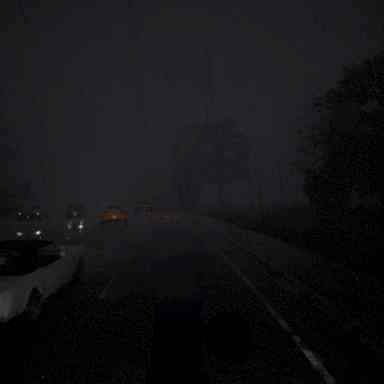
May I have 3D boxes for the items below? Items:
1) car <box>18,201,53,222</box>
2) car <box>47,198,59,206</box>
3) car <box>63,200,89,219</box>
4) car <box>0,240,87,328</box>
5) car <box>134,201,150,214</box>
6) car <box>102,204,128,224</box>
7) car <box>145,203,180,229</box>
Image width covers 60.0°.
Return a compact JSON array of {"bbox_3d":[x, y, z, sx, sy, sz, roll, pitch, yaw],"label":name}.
[{"bbox_3d":[-14.211,1.809,30.000,1.812,1.442,4.674,0,-1,-13],"label":"car"},{"bbox_3d":[-28.515,1.954,67.924,2.097,1.767,4.553,0,-1,-28],"label":"car"},{"bbox_3d":[-11.245,1.798,32.699,2.128,1.511,4.902,0,-1,-14],"label":"car"},{"bbox_3d":[-3.708,1.672,7.054,1.895,1.301,4.718,0,-1,-3],"label":"car"},{"bbox_3d":[-6.101,1.874,41.289,2.128,1.511,4.902,0,-1,-16],"label":"car"},{"bbox_3d":[-6.285,1.733,27.297,1.882,1.535,5.008,0,-1,-11],"label":"car"},{"bbox_3d":[-2.026,1.766,23.629,2.033,1.411,5.357,0,-1,-10],"label":"car"}]
